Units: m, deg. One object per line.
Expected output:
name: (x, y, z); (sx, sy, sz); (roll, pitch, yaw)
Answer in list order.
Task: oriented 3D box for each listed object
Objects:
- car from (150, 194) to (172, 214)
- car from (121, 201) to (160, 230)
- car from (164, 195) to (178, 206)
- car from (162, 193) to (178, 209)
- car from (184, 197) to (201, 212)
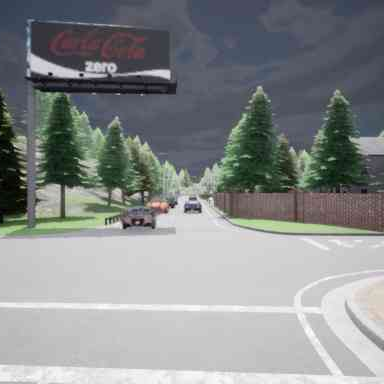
car: (-3.572, 1.348, 34.740); (2.097, 1.767, 4.553); (0, 0, 0)
car: (-3.328, 1.585, 21.487); (1.994, 1.385, 4.181); (0, 1, -4)
car: (-3.513, 1.347, 56.743); (2.097, 1.767, 4.553); (0, 0, 0)
car: (-3.549, 1.218, 46.572); (2.150, 2.045, 5.566); (0, 0, 0)
car: (0.101, 1.597, 37.967); (1.895, 1.301, 4.718); (0, 0, 0)
